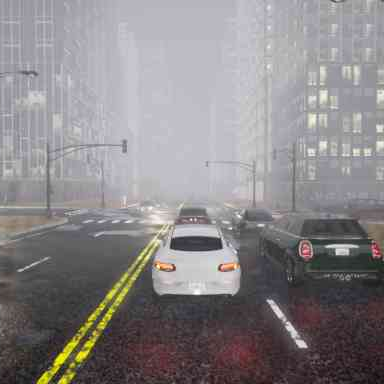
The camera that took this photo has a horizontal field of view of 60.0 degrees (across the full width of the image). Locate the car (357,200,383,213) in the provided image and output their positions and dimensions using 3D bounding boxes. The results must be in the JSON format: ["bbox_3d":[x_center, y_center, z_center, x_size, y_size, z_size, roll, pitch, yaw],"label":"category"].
[{"bbox_3d":[21.721,1.641,37.941,4.829,1.417,1.752,1,0,1],"label":"car"}]

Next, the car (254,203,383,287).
[{"bbox_3d":[3.329,1.348,9.504,2.097,1.767,4.553,0,0,0],"label":"car"}]

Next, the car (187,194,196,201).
[{"bbox_3d":[-0.189,1.414,80.393,1.837,1.490,4.892,0,0,0],"label":"car"}]

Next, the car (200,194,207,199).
[{"bbox_3d":[3.036,1.262,90.817,1.812,1.442,4.674,0,0,0],"label":"car"}]

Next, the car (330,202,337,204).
[{"bbox_3d":[15.072,1.700,35.427,4.718,1.301,1.895,0,1,0],"label":"car"}]

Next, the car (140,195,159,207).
[{"bbox_3d":[-6.710,1.526,50.821,1.994,1.385,4.181,0,0,0],"label":"car"}]

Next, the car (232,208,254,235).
[{"bbox_3d":[3.307,1.554,17.890,1.994,1.385,4.181,0,0,0],"label":"car"}]

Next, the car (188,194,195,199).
[{"bbox_3d":[-0.215,1.216,90.810,1.882,1.535,5.008,0,0,0],"label":"car"}]

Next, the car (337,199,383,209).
[{"bbox_3d":[16.132,1.518,29.641,5.009,1.841,2.192,1,0,1],"label":"car"}]

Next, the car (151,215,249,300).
[{"bbox_3d":[0.083,1.522,8.228,1.812,1.442,4.674,0,0,0],"label":"car"}]

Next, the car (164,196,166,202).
[{"bbox_3d":[-6.670,1.414,71.520,1.882,1.535,5.008,0,0,0],"label":"car"}]

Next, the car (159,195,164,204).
[{"bbox_3d":[-6.712,1.427,61.146,1.882,1.535,5.008,0,0,1],"label":"car"}]

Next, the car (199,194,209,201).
[{"bbox_3d":[3.061,1.392,80.400,1.882,1.535,5.008,0,0,0],"label":"car"}]

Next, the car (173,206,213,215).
[{"bbox_3d":[0.059,1.495,17.477,1.837,1.490,4.892,0,0,0],"label":"car"}]
